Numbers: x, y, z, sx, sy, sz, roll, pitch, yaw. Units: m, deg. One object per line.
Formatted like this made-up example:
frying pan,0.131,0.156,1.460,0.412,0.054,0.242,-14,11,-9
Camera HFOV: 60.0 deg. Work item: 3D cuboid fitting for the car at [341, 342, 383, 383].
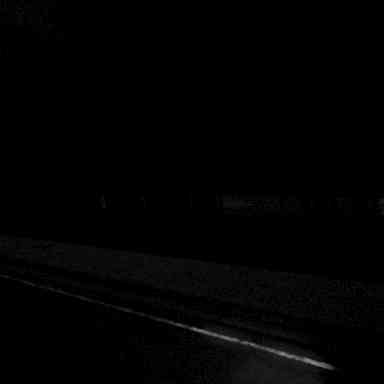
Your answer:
car,3.211,1.484,1.395,4.892,1.490,1.837,-1,0,35
